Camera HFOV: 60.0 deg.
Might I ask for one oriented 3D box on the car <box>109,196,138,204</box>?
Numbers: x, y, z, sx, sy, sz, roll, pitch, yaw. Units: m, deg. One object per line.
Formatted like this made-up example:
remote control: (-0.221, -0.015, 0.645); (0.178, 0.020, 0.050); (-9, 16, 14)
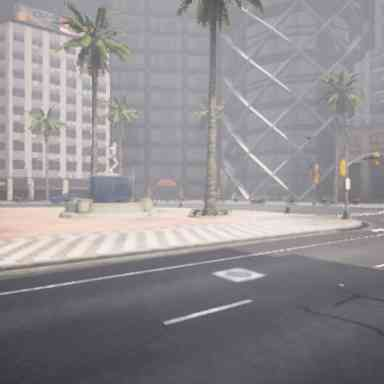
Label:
car: (-12.586, 1.474, 61.291); (5.008, 1.535, 1.882); (0, 0, 2)

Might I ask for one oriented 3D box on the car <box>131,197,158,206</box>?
car: (-7.903, 1.488, 53.646); (4.902, 1.511, 2.128); (0, 0, 9)

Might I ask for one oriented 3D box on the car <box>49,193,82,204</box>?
car: (-22.970, 1.218, 60.734); (5.566, 2.045, 2.150); (0, 0, -10)
